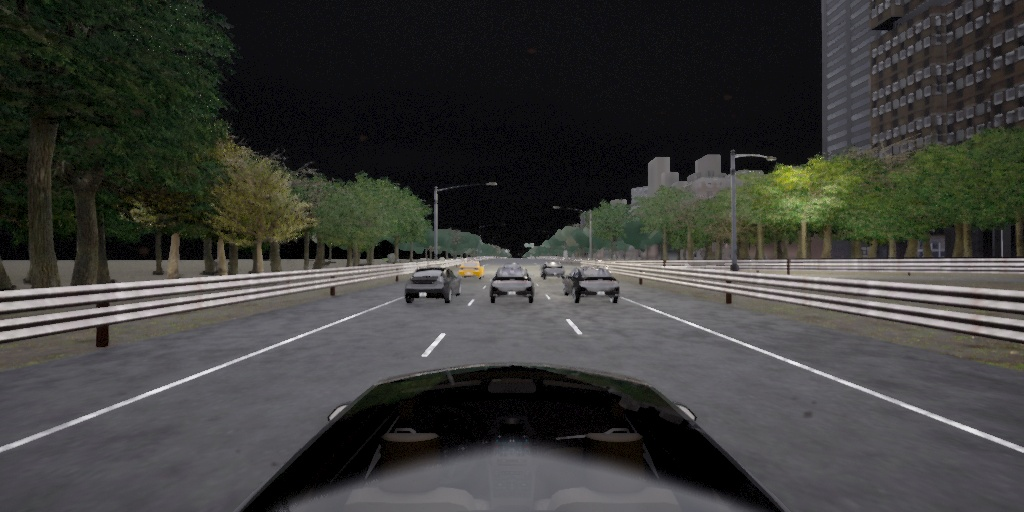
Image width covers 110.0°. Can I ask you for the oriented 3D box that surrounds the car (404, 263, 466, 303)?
[{"bbox_3d":[-3.500,1.266,16.500,1.837,1.490,4.892,0,0,0],"label":"car"}]

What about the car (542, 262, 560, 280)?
[{"bbox_3d":[3.500,1.241,31.500,2.128,1.511,4.902,0,0,0],"label":"car"}]

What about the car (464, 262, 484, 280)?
[{"bbox_3d":[-3.500,1.231,31.500,1.882,1.535,5.008,0,0,0],"label":"car"}]

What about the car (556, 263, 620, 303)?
[{"bbox_3d":[3.500,1.245,16.500,2.128,1.511,4.902,0,0,0],"label":"car"}]

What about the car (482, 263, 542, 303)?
[{"bbox_3d":[0.000,1.245,16.500,2.128,1.511,4.902,0,0,0],"label":"car"}]
